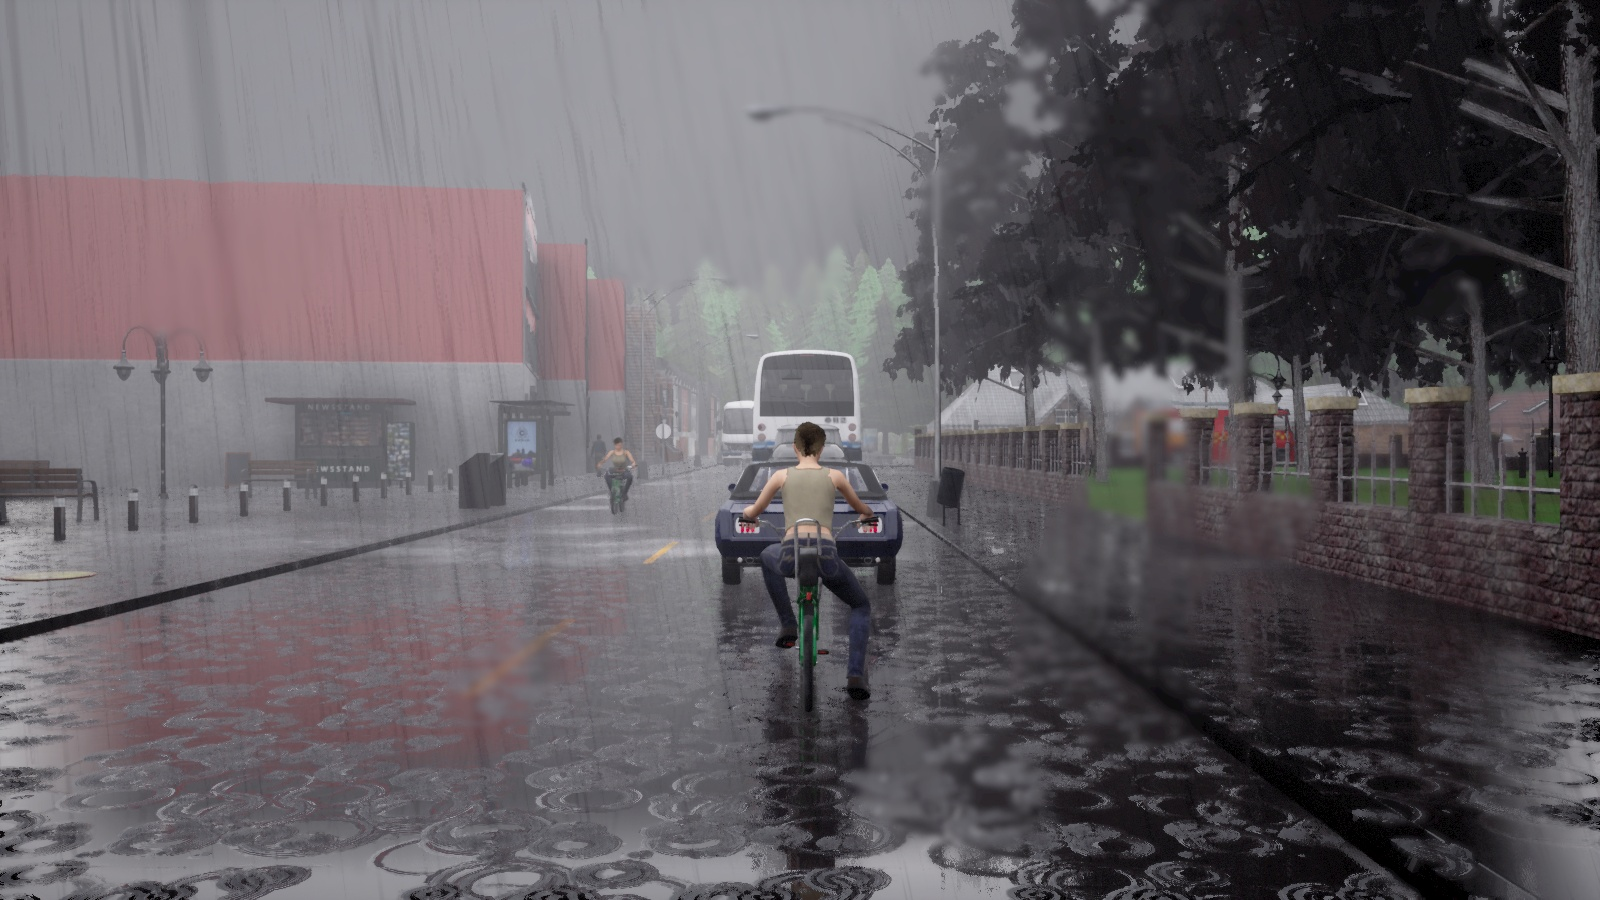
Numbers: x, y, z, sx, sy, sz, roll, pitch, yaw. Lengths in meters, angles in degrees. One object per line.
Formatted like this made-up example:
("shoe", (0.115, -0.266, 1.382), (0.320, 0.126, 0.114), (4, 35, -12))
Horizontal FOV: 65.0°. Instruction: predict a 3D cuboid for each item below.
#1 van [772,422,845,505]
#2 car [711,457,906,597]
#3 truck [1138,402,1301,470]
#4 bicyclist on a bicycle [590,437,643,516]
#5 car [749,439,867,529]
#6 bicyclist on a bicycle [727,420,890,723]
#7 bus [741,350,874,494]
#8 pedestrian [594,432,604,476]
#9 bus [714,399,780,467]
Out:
("van", (0.217, 0.315, 32.578), (1.775, 1.987, 4.442), (0, 0, 0))
("car", (0.096, 0.765, 14.566), (1.895, 1.301, 4.718), (0, 0, 0))
("truck", (24.151, -0.808, 72.529), (8.468, 3.827, 2.891), (0, 0, -1))
("bicyclist on a bicycle", (-3.821, 0.532, 26.251), (0.866, 1.612, 1.509), (0, 0, 1))
("car", (0.156, 0.560, 23.591), (2.007, 1.525, 4.514), (0, 0, 0))
("bicyclist on a bicycle", (0.050, 0.641, 7.436), (0.866, 1.612, 1.509), (0, 0, 0))
("bus", (0.289, -0.869, 42.315), (3.944, 4.253, 10.273), (0, 0, 1))
("pedestrian", (-8.335, 0.156, 52.025), (0.370, 1.835, 0.726), (0, 0, -7))
("bus", (-3.402, -1.106, 83.793), (3.944, 4.253, 10.273), (0, 0, 0))
